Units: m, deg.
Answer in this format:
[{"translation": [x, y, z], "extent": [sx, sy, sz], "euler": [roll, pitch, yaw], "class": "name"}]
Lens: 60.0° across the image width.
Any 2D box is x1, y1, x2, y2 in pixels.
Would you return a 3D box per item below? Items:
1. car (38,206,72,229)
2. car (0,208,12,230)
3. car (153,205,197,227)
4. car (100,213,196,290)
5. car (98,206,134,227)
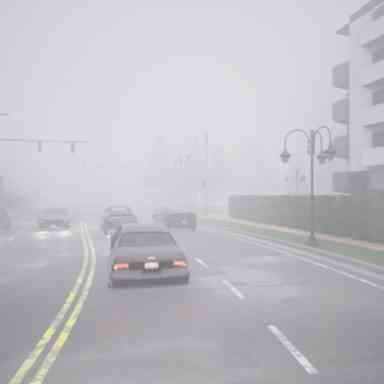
[{"translation": [-9.222, 1.686, 22.523], "extent": [2.033, 1.411, 5.357], "euler": [0, 0, -19], "class": "car"}, {"translation": [-11.792, 1.610, 19.226], "extent": [2.033, 1.411, 5.357], "euler": [0, 0, -19], "class": "car"}, {"translation": [-1.231, 1.541, 20.925], "extent": [1.882, 1.535, 5.008], "euler": [0, 0, -18], "class": "car"}, {"translation": [-1.400, 1.577, 9.350], "extent": [2.033, 1.411, 5.357], "euler": [0, 0, -13], "class": "car"}, {"translation": [-4.469, 1.554, 19.820], "extent": [2.128, 1.511, 4.902], "euler": [0, 0, -19], "class": "car"}]
